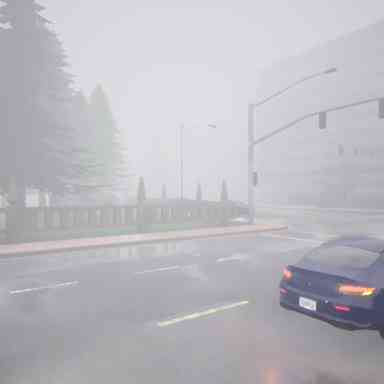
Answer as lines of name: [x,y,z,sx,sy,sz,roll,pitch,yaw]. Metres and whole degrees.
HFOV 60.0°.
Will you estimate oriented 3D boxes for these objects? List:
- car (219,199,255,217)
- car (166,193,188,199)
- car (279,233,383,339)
car: [3.735,1.422,30.820,1.882,1.535,5.008,0,0,-32]
car: [-1.290,1.296,39.328,2.097,1.767,4.553,0,0,-26]
car: [3.638,1.526,6.363,4.674,1.442,1.812,0,0,-35]
